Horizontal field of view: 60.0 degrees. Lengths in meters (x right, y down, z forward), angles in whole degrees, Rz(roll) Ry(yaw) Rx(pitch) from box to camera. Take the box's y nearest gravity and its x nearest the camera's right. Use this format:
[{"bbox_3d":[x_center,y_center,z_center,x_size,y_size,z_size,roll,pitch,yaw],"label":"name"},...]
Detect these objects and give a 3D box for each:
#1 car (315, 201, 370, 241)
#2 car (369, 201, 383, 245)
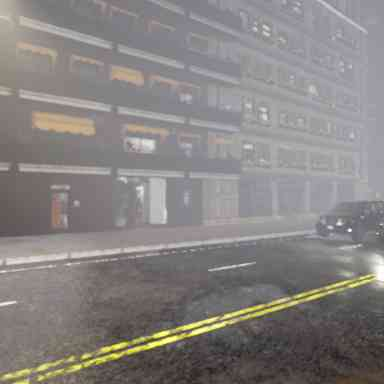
[{"bbox_3d":[9.312,1.512,18.837,5.566,2.045,2.150,1,-1,-38],"label":"car"},{"bbox_3d":[11.121,1.497,16.128,5.566,2.045,2.150,1,-1,-38],"label":"car"}]
